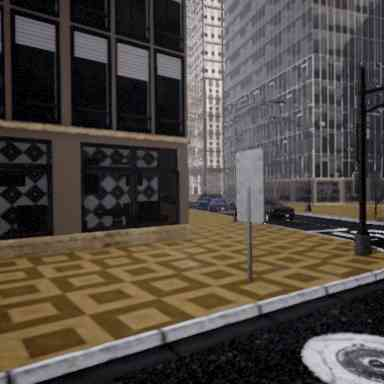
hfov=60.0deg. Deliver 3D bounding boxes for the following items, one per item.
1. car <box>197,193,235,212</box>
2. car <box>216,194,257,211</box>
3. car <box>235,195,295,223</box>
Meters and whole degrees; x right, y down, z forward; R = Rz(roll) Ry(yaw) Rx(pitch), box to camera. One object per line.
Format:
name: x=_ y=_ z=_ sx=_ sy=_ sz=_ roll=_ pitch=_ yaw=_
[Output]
car: x=2.070 y=0.875 z=32.019 sx=2.097 sy=1.767 sz=4.553 roll=-1 pitch=1 yaw=-18
car: x=4.431 y=1.003 z=34.278 sx=2.033 sy=1.411 sz=5.357 roll=-1 pitch=1 yaw=-18
car: x=5.094 y=1.154 z=22.939 sx=1.882 sy=1.535 sz=5.008 roll=-1 pitch=1 yaw=-18
